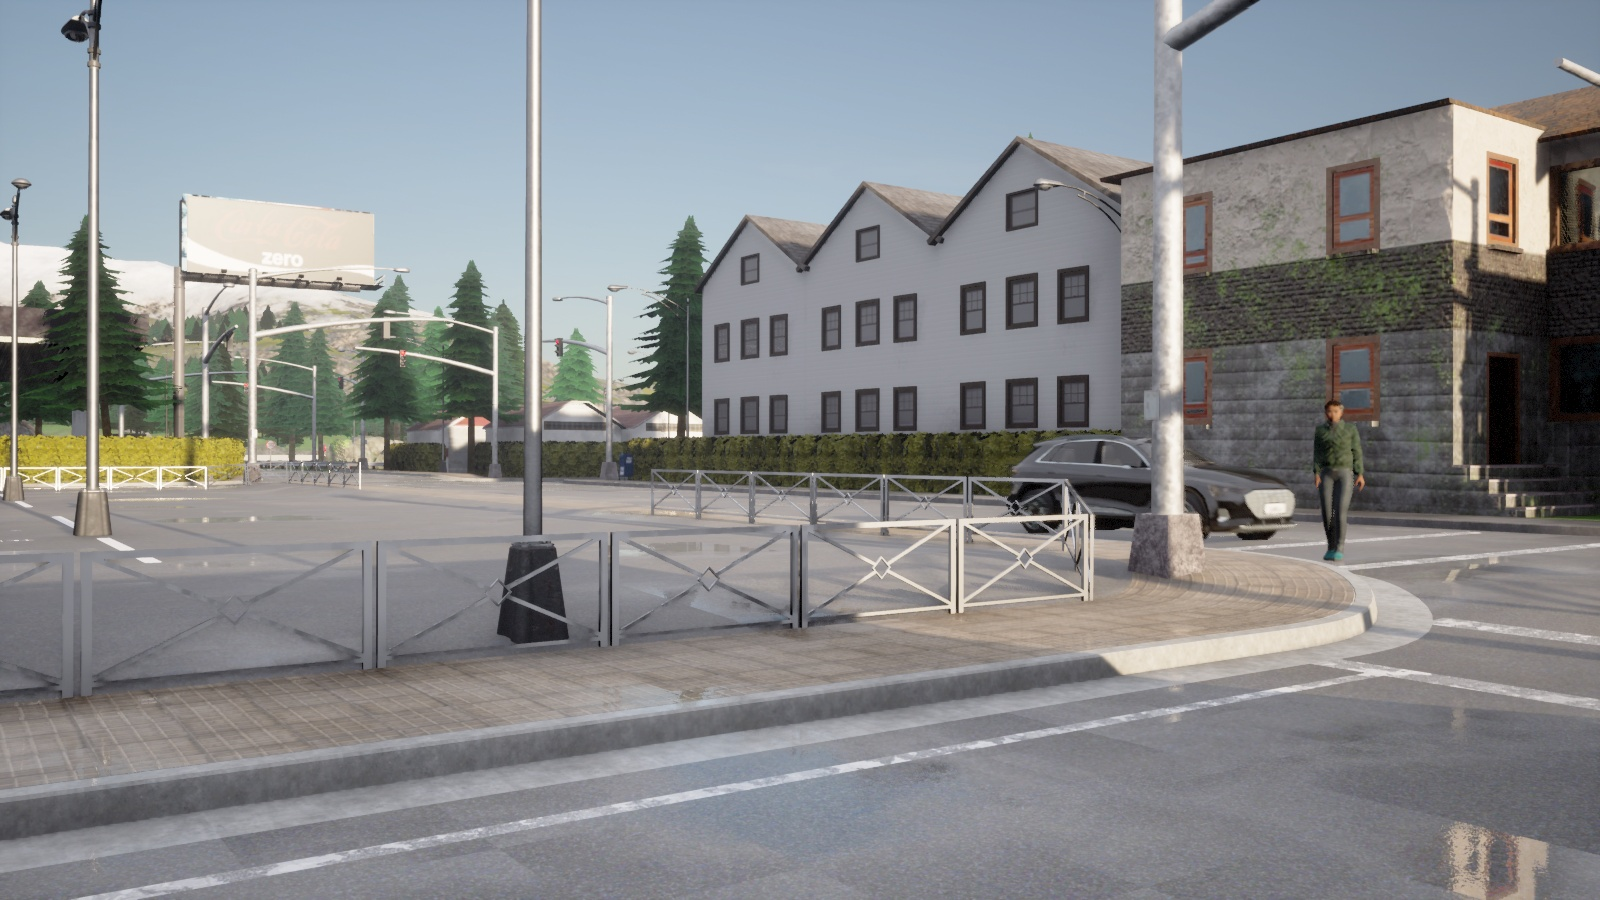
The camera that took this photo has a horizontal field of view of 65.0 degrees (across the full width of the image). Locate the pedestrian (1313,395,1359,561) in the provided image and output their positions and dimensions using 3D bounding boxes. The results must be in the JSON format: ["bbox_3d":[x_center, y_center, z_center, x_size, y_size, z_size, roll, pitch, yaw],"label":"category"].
[{"bbox_3d":[6.095,0.312,14.276,0.353,1.847,0.614,0,0,36],"label":"pedestrian"}]

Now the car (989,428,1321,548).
[{"bbox_3d":[5.418,0.536,19.841,2.033,1.649,4.856,0,0,-35],"label":"car"}]
